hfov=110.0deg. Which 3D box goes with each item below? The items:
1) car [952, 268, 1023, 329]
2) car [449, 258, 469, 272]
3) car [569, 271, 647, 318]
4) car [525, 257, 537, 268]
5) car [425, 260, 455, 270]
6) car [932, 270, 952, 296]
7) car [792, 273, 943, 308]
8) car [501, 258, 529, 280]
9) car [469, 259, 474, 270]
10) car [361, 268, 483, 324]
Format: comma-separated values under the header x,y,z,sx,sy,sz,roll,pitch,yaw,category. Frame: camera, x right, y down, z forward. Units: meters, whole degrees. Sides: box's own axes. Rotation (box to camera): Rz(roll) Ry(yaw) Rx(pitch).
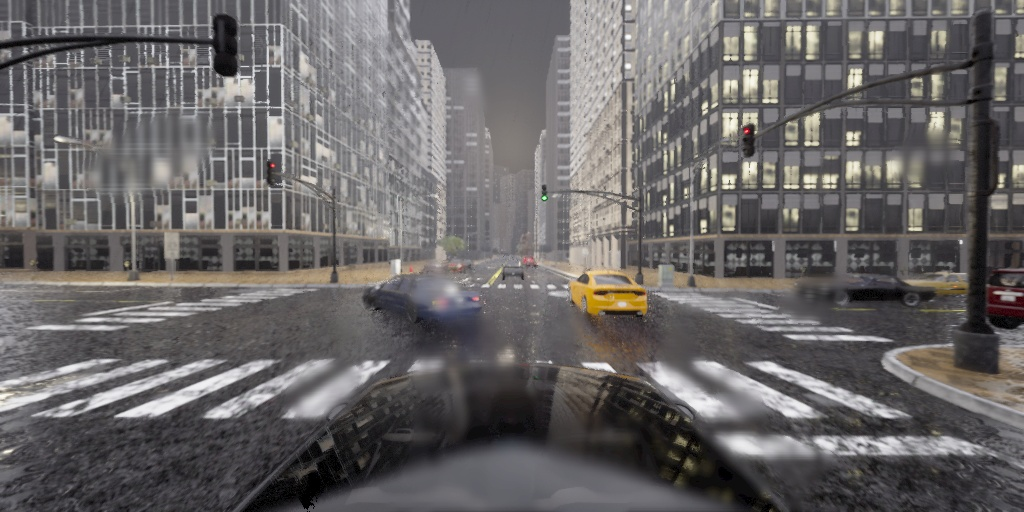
x,y,z,sx,sy,sz,roll,pitch,yaw,category
16.195,1.281,9.957,5.009,1.841,2.192,0,0,1,car
-6.555,1.067,41.415,2.097,1.767,4.553,0,0,0,car
3.362,1.280,13.394,1.882,1.535,5.008,1,1,0,car
3.259,1.290,61.419,1.895,1.301,4.718,0,0,0,car
-6.587,1.290,31.414,1.994,1.385,4.181,0,0,0,car
21.807,1.406,18.241,4.829,1.417,1.751,0,0,1,car
15.271,1.465,15.752,4.718,1.301,1.895,1,1,1,car
0.105,1.218,31.328,2.128,1.511,4.902,0,0,0,car
-6.494,1.207,51.616,1.837,1.490,4.892,0,0,0,car
-3.241,1.311,12.213,2.033,1.411,5.357,0,1,-44,car
